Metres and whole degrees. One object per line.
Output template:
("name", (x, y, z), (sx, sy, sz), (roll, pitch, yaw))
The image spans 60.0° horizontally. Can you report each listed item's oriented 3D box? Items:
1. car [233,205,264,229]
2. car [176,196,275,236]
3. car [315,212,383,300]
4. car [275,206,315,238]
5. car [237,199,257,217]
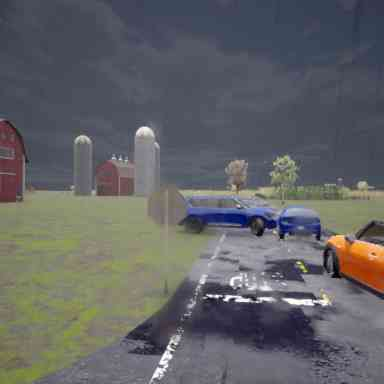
("car", (3.811, 1.601, 22.721), (1.895, 1.301, 4.718), (0, 0, 9))
("car", (1.810, 1.221, 18.241), (5.566, 2.045, 2.150), (0, 0, 12))
("car", (4.602, 1.354, 7.178), (2.097, 1.767, 4.553), (0, 0, 0))
("car", (5.494, 1.479, 17.391), (1.882, 1.535, 5.008), (0, 0, 14))
("car", (5.439, 1.502, 33.032), (1.837, 1.490, 4.892), (0, 0, 9))
